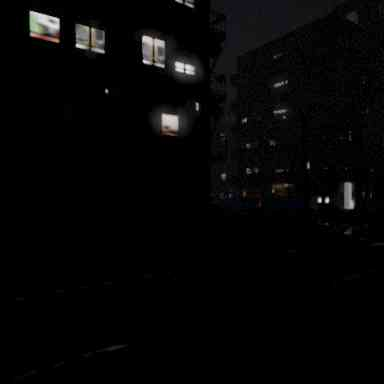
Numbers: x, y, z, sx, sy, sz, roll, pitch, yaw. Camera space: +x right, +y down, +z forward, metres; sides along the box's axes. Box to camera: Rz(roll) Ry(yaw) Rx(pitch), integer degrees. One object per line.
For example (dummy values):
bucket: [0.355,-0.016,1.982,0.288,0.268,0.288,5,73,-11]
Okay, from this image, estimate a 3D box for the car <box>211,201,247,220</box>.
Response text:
car: [2.451,1.702,29.132,1.802,1.307,4.206,-2,0,-36]

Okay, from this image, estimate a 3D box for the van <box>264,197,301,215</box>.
van: [9.187,1.354,34.049,1.690,1.788,3.998,-2,0,-36]

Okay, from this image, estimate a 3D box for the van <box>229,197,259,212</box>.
van: [5.871,1.428,38.564,1.690,1.788,3.998,-2,0,-36]
